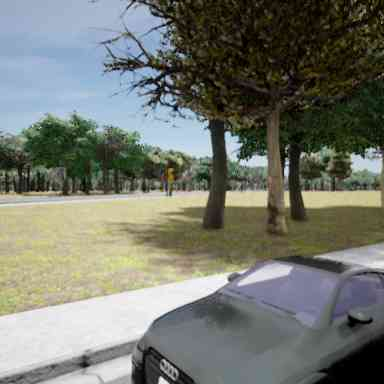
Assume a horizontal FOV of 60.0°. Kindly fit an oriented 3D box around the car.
[{"bbox_3d":[1.404,1.553,4.075,4.181,1.385,1.994,0,0,-35],"label":"car"}]
